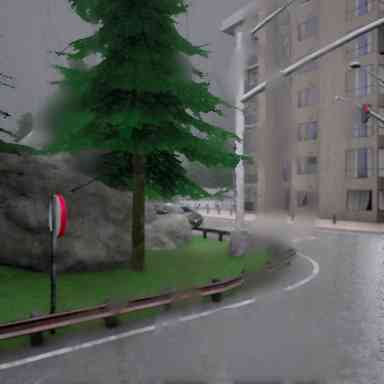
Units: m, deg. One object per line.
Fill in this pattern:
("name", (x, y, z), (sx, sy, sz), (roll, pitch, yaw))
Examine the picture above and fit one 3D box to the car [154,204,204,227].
("car", (-1.147, 1.600, 23.107), (1.837, 1.490, 4.892), (0, 0, -36))
